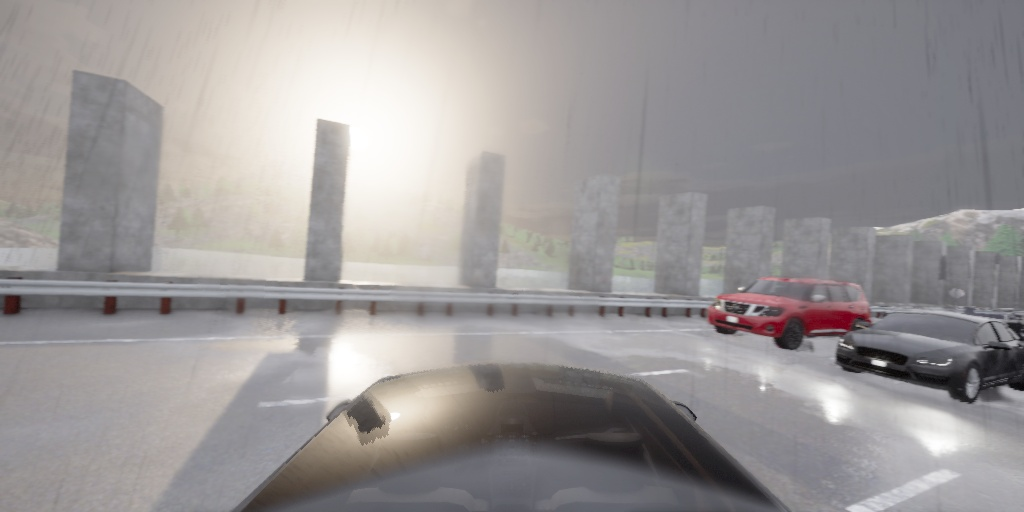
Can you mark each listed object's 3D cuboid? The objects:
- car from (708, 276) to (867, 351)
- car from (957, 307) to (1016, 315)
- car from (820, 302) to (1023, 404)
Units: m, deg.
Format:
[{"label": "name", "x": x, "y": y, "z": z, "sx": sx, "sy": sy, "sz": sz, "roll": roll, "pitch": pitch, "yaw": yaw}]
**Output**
[{"label": "car", "x": 8.989, "y": 1.704, "z": 11.515, "sx": 5.566, "sy": 2.045, "sz": 2.150, "roll": 5, "pitch": 0, "yaw": -23}, {"label": "car", "x": 22.542, "y": 3.151, "z": 17.219, "sx": 4.718, "sy": 1.301, "sz": 1.895, "roll": 5, "pitch": 0, "yaw": -22}, {"label": "car", "x": 9.303, "y": 1.996, "z": 7.848, "sx": 4.892, "sy": 1.490, "sz": 1.837, "roll": 5, "pitch": 0, "yaw": -23}]
